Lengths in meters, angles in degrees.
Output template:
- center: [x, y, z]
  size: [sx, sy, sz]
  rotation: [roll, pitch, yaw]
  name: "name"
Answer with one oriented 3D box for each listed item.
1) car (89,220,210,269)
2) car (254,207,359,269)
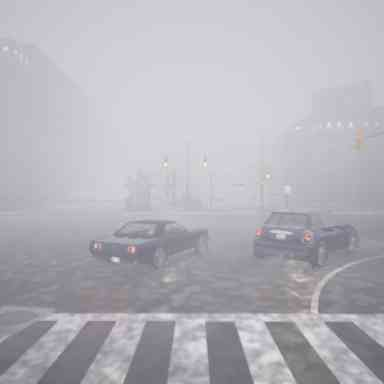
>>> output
- center: [-1.104, 1.589, 11.247]
  size: [1.895, 1.301, 4.718]
  rotation: [0, 0, 27]
  name: "car"
- center: [4.075, 1.341, 11.498]
  size: [2.097, 1.767, 4.553]
  rotation: [1, 0, 42]
  name: "car"
